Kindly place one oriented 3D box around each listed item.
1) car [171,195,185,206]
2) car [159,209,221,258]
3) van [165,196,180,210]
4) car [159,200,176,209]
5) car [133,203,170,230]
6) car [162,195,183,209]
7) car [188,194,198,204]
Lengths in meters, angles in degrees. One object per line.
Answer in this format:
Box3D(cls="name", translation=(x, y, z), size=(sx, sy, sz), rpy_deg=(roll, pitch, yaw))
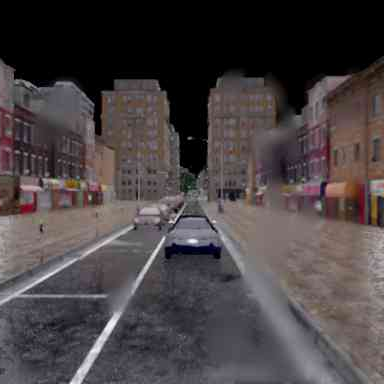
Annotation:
Box3D(cls="car", translation=(-2.513, 1.448, 60.317), size=(2.192, 1.841, 5.009), rpy_deg=(0, 0, 0))
Box3D(cls="car", translation=(0.027, 1.578, 12.862), size=(1.994, 1.385, 4.181), rpy_deg=(0, 0, 0))
Box3D(cls="van", translation=(-2.547, 1.413, 43.476), size=(1.690, 1.788, 3.998), rpy_deg=(0, 0, 0))
Box3D(cls="car", translation=(-2.582, 1.579, 26.634), size=(2.008, 1.369, 4.403), rpy_deg=(0, 0, 0))
Box3D(cls="car", translation=(-2.594, 1.600, 21.020), size=(1.802, 1.307, 4.206), rpy_deg=(0, 0, 0))
Box3D(cls="car", translation=(-2.558, 1.370, 37.862), size=(2.192, 1.841, 5.009), rpy_deg=(0, 0, 0))
Box3D(cls="car", translation=(0.135, 1.691, 67.430), size=(2.033, 1.411, 5.357), rpy_deg=(0, 0, 0))
